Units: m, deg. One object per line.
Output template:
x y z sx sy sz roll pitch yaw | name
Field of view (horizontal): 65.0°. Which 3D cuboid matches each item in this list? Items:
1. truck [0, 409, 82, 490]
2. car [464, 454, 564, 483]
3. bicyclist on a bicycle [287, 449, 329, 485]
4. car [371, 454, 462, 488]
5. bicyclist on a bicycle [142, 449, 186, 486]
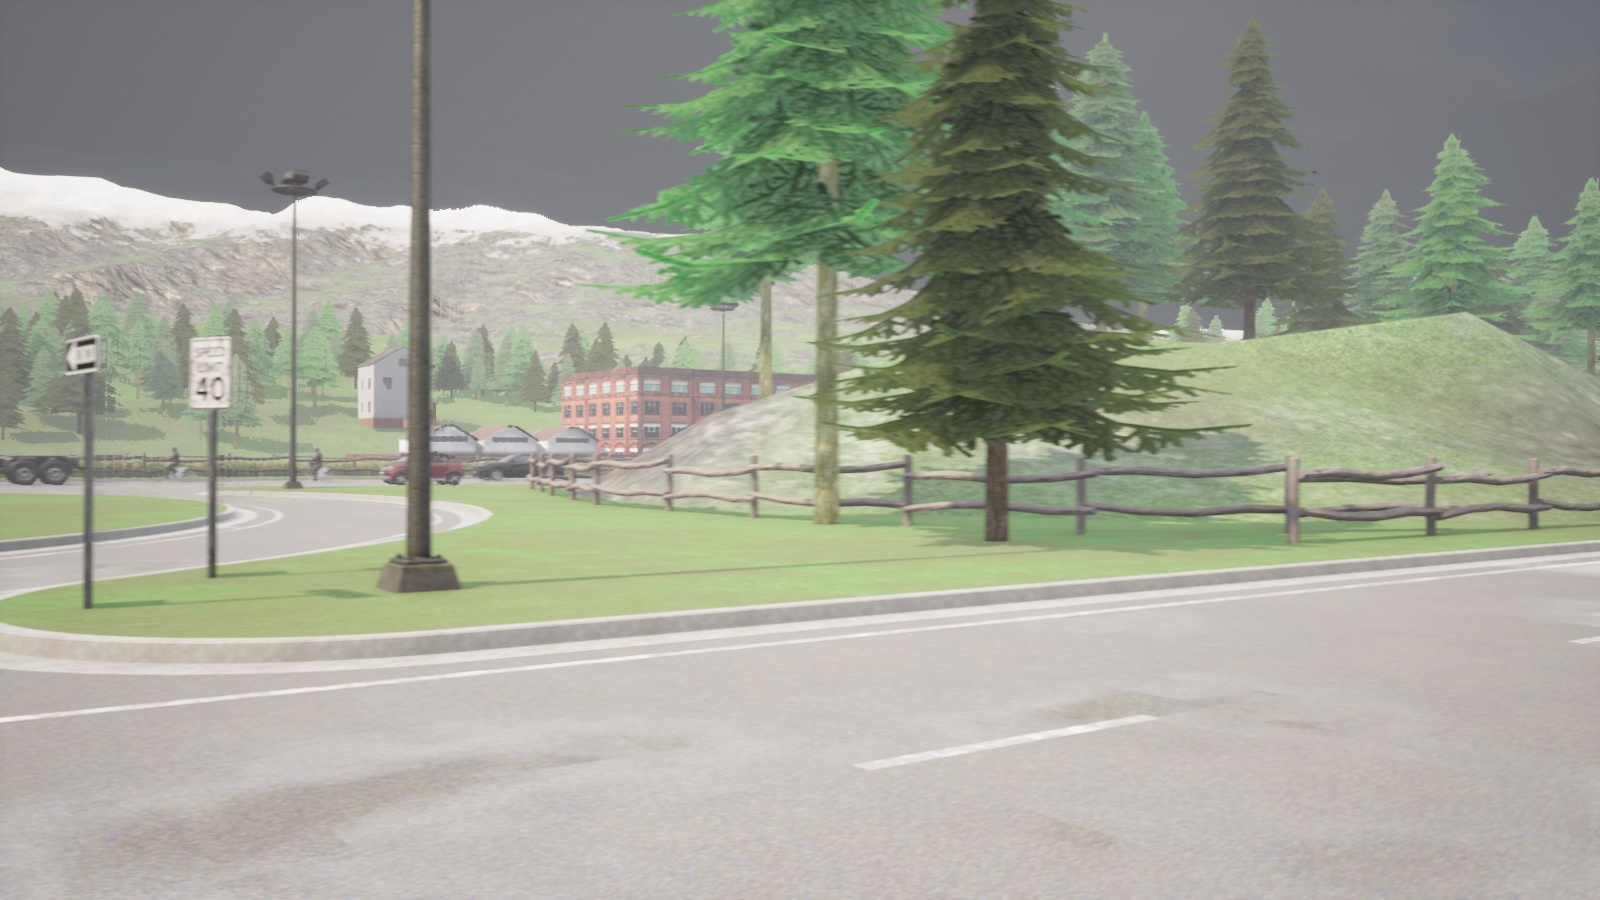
-36.065 -0.022 54.886 7.936 3.462 2.891 0 0 -35 | truck
-15.698 0.994 68.976 5.008 1.535 1.882 0 0 -35 | car
-24.618 0.863 62.804 1.843 1.776 0.659 0 0 -35 | bicyclist on a bicycle
-17.982 0.955 58.882 3.705 1.549 1.789 0 0 -35 | car
-31.527 0.860 62.279 1.843 1.776 0.659 0 0 -35 | bicyclist on a bicycle
